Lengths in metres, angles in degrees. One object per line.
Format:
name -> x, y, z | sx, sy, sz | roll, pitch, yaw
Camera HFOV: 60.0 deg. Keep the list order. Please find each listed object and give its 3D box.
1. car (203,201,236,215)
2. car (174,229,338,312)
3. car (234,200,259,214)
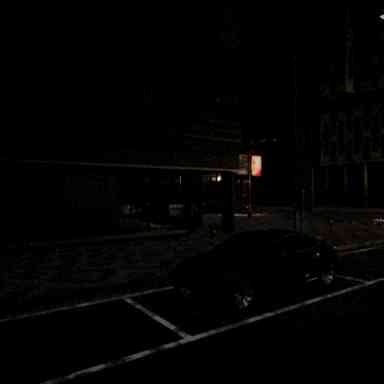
car -> 2.980, 2.043, 41.401 | 1.994, 1.385, 4.181 | 0, -1, -36
car -> 1.648, 1.576, 7.721 | 4.313, 1.339, 1.947 | 0, 0, -36
car -> 6.317, 1.804, 42.324 | 2.097, 1.767, 4.553 | 0, -1, -36
